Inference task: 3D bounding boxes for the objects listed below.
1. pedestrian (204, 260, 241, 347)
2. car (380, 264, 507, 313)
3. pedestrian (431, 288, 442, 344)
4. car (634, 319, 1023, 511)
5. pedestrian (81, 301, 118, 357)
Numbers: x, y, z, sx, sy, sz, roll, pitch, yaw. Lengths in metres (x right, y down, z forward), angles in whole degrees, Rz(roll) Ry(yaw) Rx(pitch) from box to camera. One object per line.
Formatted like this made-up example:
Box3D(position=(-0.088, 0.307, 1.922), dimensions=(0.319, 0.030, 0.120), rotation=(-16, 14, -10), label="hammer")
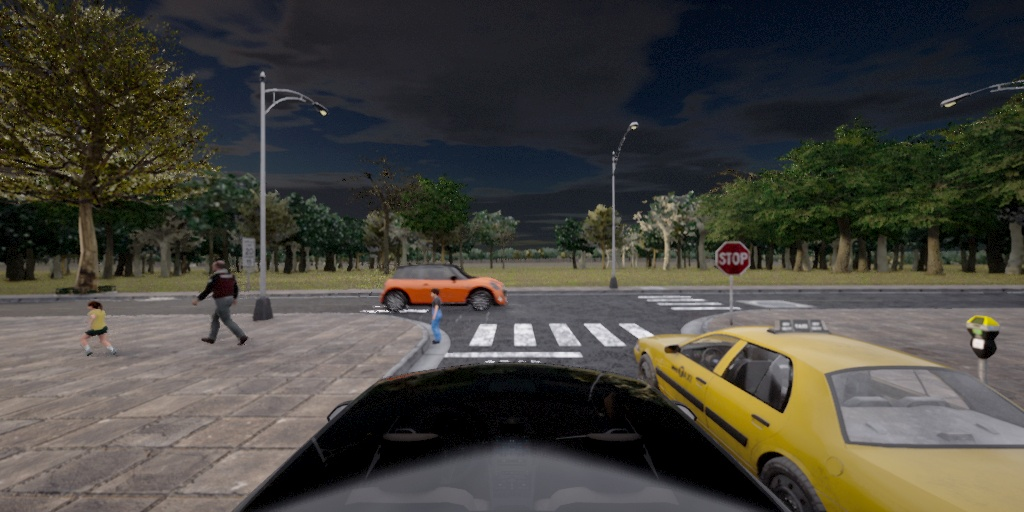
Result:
Box3D(position=(-6.038, 0.933, 7.487), dimensions=(0.375, 1.860, 0.375), rotation=(0, 0, 0), label="pedestrian")
Box3D(position=(-2.485, 1.094, 13.601), dimensions=(4.553, 1.767, 2.097), rotation=(-1, 0, 1), label="car")
Box3D(position=(-1.723, 1.318, 8.218), dimensions=(0.375, 1.300, 0.375), rotation=(0, 0, 0), label="pedestrian")
Box3D(position=(2.647, 1.274, 3.573), dimensions=(1.751, 1.417, 4.829), rotation=(0, 0, 0), label="car")
Box3D(position=(-7.792, 1.336, 6.753), dimensions=(0.500, 1.100, 0.500), rotation=(0, 0, 0), label="pedestrian")
